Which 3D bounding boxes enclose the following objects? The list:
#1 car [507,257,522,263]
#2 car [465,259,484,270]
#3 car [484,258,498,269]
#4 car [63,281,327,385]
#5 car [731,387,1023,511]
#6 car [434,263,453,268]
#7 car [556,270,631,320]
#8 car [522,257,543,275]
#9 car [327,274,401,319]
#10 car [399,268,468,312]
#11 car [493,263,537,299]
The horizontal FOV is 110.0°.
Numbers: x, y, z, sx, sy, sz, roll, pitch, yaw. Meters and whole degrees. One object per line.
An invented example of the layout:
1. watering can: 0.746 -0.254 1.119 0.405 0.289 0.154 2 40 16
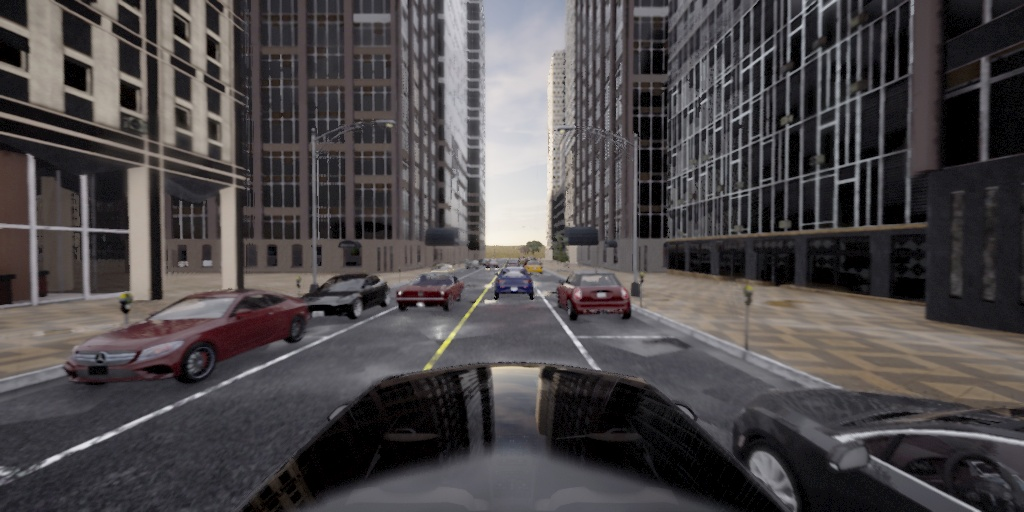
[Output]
1. car: 0.083 1.224 45.059 2.128 1.511 4.902 0 0 0
2. car: -5.710 1.277 52.397 2.007 1.370 4.403 0 0 0
3. car: -3.083 1.248 55.922 1.812 1.442 4.674 0 0 0
4. car: -5.659 1.333 7.004 1.802 1.307 4.207 0 0 0
5. car: 2.692 1.300 1.272 2.007 1.370 4.403 0 0 0
6. car: -5.685 1.268 29.531 1.751 1.417 4.829 0 0 0
7. car: 2.687 1.190 12.622 1.967 1.591 4.097 0 0 0
8. car: 2.335 1.194 38.965 1.801 1.575 5.366 0 0 0
9. car: -5.661 1.317 12.678 1.948 1.339 4.313 0 0 0
10. car: -3.103 1.351 14.404 1.895 1.301 4.718 0 0 0
11. car: 0.094 1.274 18.082 1.812 1.442 4.674 0 0 0
